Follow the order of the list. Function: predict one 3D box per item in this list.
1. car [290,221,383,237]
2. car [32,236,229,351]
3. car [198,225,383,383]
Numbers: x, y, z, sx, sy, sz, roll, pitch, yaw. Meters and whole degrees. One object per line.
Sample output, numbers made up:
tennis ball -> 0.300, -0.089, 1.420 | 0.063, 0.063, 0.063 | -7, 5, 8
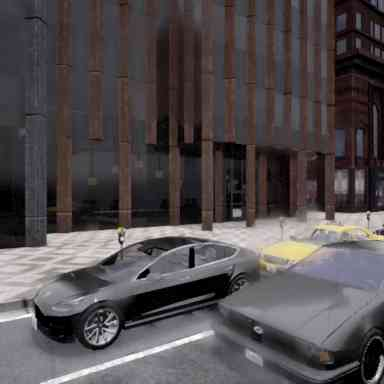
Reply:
car -> 3.872, 1.526, 9.402 | 4.829, 1.417, 1.752 | 0, 0, -35
car -> -0.581, 1.566, 6.232 | 4.313, 1.339, 1.947 | 0, 0, -35
car -> 2.895, 1.548, 5.437 | 5.357, 1.411, 2.033 | 0, 0, -35
